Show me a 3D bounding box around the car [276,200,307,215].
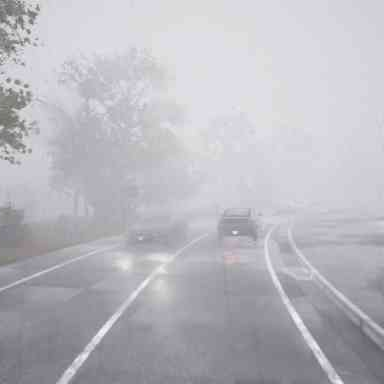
[{"bbox_3d":[9.839,1.511,33.585,1.812,1.442,4.674,-3,-1,31],"label":"car"}]

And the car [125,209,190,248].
[{"bbox_3d":[-1.442,1.590,15.369,1.837,1.490,4.892,-2,-1,14],"label":"car"}]

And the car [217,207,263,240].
[{"bbox_3d":[2.509,1.529,17.041,1.837,1.490,4.892,-2,0,15],"label":"car"}]

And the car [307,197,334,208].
[{"bbox_3d":[19.218,1.543,49.708,5.357,1.411,2.033,-1,-3,-41],"label":"car"}]
